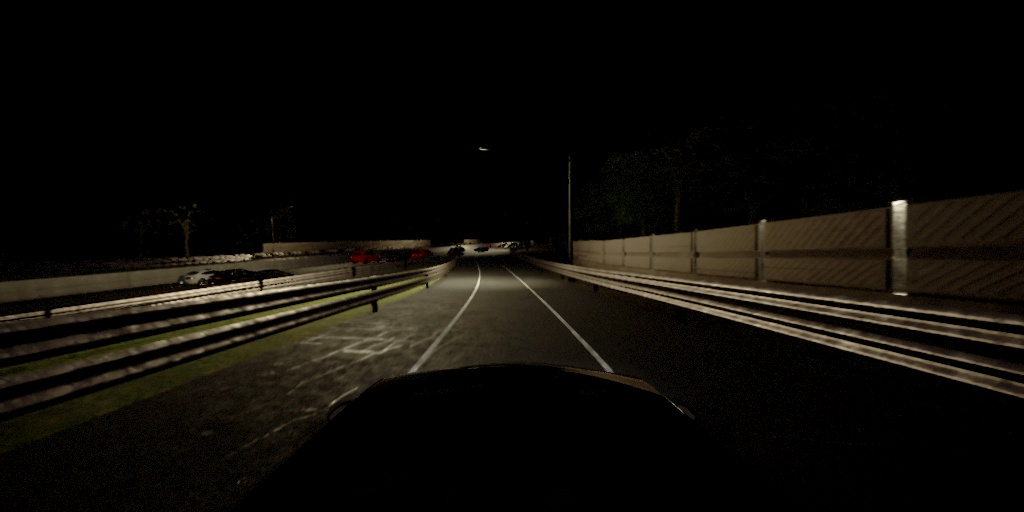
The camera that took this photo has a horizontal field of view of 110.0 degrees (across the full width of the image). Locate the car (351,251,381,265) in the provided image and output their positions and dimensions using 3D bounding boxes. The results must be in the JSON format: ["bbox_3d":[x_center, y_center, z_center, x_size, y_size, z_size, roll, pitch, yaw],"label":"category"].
[{"bbox_3d":[-23.051,0.239,56.681,2.150,2.045,5.566,0,3,12],"label":"car"}]

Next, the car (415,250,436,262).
[{"bbox_3d":[-14.961,-0.060,61.095,2.150,2.045,5.566,0,3,12],"label":"car"}]

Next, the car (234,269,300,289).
[{"bbox_3d":[-21.184,1.926,31.718,1.882,1.535,5.008,0,3,12],"label":"car"}]

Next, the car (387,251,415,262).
[{"bbox_3d":[-18.806,0.375,59.839,2.033,1.411,5.357,0,3,12],"label":"car"}]

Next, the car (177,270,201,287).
[{"bbox_3d":[-28.034,1.935,33.161,1.812,1.442,4.674,0,3,12],"label":"car"}]

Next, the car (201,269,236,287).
[{"bbox_3d":[-24.610,1.918,32.437,1.837,1.490,4.892,0,3,12],"label":"car"}]
